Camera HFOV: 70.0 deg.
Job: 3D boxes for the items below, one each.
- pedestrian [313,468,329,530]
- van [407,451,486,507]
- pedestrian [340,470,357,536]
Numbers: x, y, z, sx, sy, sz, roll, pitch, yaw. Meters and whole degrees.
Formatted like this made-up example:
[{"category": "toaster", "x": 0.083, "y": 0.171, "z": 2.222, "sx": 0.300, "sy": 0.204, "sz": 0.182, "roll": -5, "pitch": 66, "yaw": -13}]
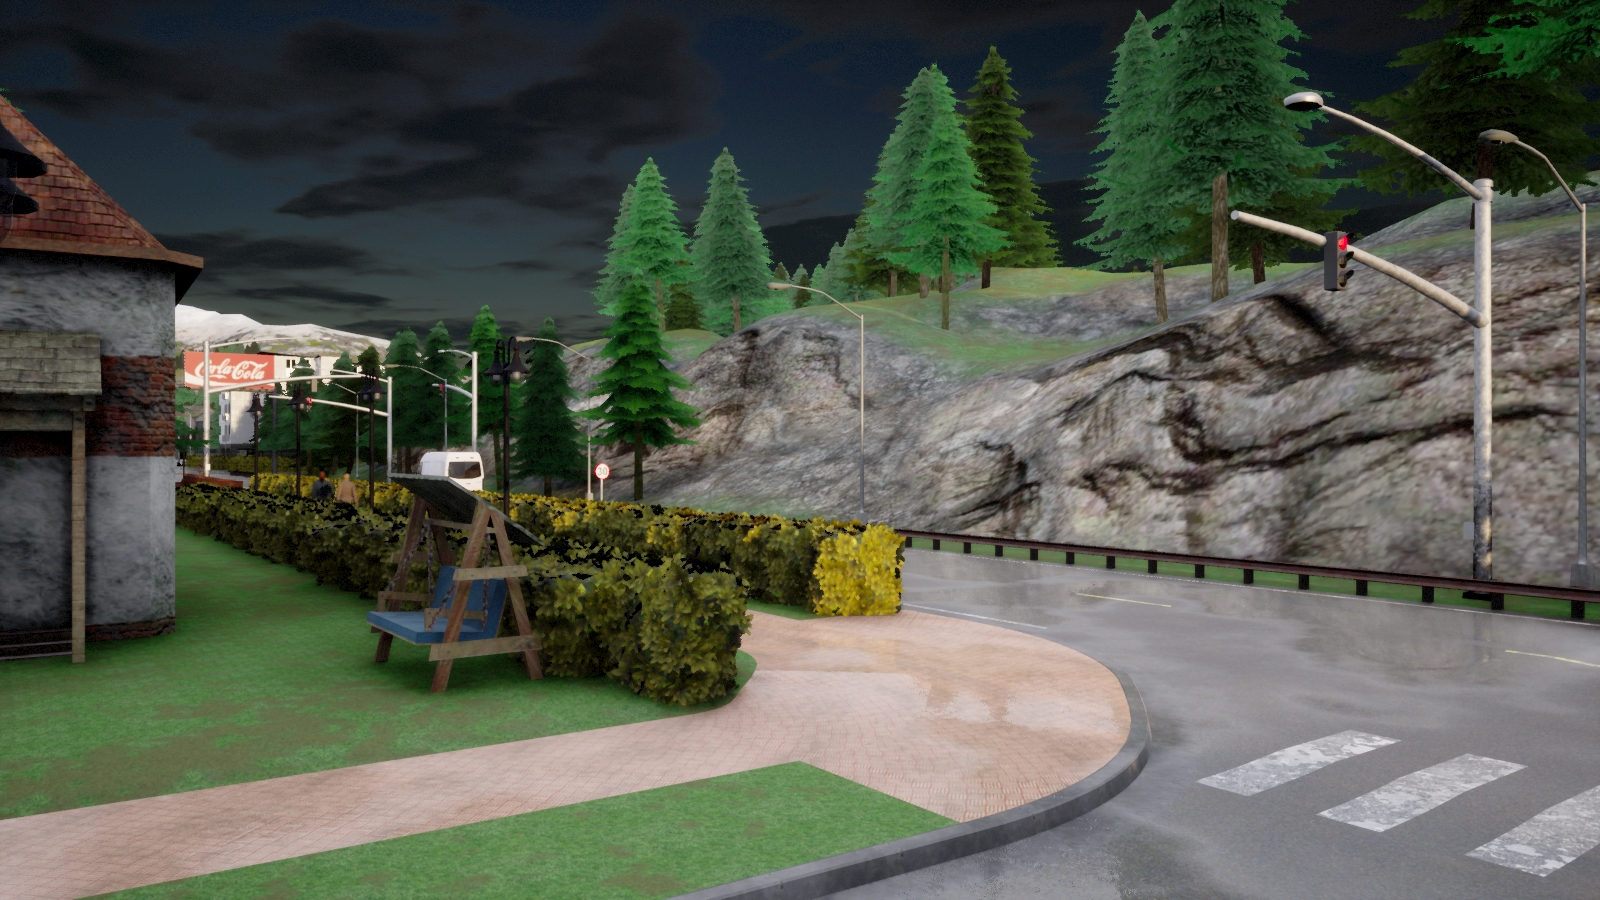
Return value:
[{"category": "pedestrian", "x": -14.751, "y": 1.501, "z": 35.191, "sx": 0.375, "sy": 1.860, "sz": 0.375, "roll": 0, "pitch": 0, "yaw": -34}, {"category": "van", "x": -17.321, "y": 1.338, "z": 55.782, "sx": 1.988, "sy": 2.561, "sz": 5.915, "roll": 0, "pitch": 0, "yaw": -35}, {"category": "pedestrian", "x": -12.849, "y": 1.500, "z": 32.504, "sx": 0.375, "sy": 1.860, "sz": 0.375, "roll": 0, "pitch": 0, "yaw": -36}]
